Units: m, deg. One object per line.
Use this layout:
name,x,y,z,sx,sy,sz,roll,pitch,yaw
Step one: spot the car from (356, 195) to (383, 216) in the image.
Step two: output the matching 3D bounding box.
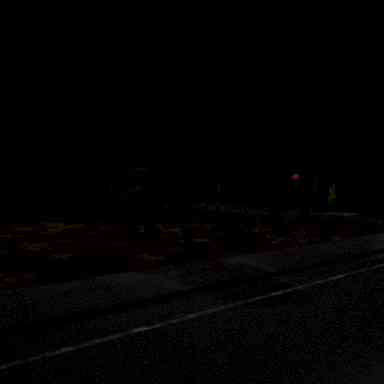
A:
car,18.039,1.204,30.402,2.150,2.045,5.566,0,0,-36
